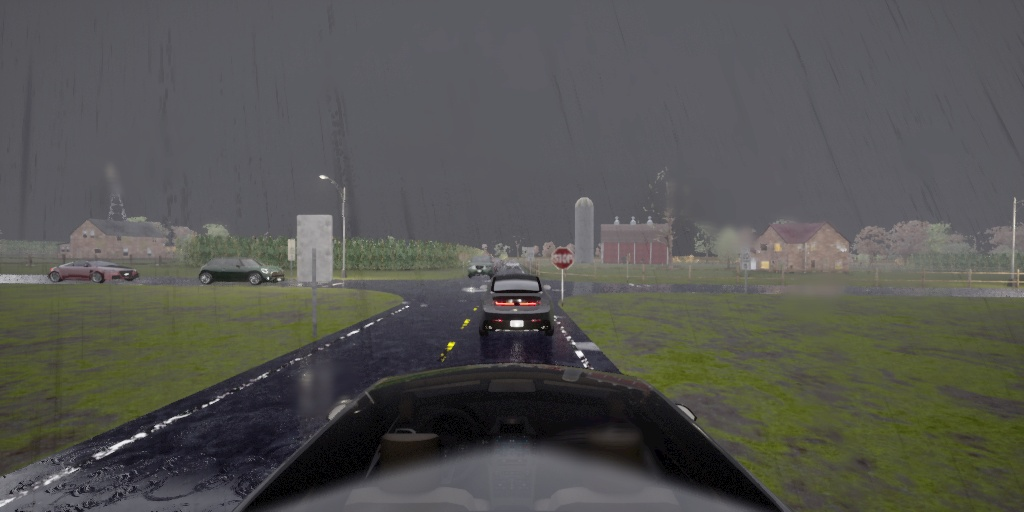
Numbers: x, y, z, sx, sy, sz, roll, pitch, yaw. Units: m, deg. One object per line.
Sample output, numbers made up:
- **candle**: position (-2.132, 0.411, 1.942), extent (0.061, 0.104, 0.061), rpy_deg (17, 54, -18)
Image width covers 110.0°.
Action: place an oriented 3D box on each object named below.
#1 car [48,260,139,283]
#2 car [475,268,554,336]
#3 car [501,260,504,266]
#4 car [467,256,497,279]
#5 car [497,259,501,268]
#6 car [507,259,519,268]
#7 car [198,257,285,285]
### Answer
- **car**: position (-26.691, 0.963, 22.970), extent (4.181, 1.385, 1.994), rpy_deg (1, 1, 0)
- **car**: position (0.106, 1.255, 10.383), extent (1.837, 1.490, 4.892), rpy_deg (0, 0, 0)
- **car**: position (-2.782, 1.285, 58.958), extent (2.128, 1.511, 4.902), rpy_deg (0, 0, 0)
- **car**: position (-2.826, 0.986, 33.660), extent (2.150, 2.045, 5.566), rpy_deg (0, 0, 0)
- **car**: position (-2.815, 1.253, 46.013), extent (1.882, 1.535, 5.008), rpy_deg (0, 0, 0)
- **car**: position (0.139, 1.393, 57.875), extent (1.895, 1.301, 4.718), rpy_deg (0, 0, 0)
- **car**: position (-17.166, 0.892, 22.993), extent (4.553, 1.767, 2.097), rpy_deg (1, 1, 0)
